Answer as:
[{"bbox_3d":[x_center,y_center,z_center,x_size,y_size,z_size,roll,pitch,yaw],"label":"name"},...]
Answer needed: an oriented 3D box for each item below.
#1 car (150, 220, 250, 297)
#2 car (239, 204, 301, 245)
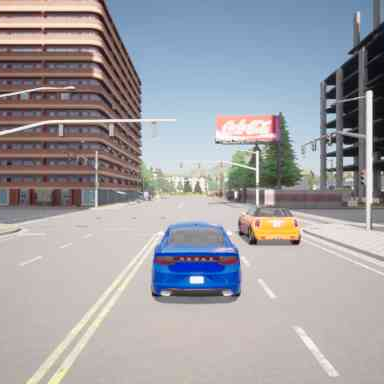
[{"bbox_3d":[0.085,1.478,8.639,1.882,1.535,5.008,0,0,0],"label":"car"},{"bbox_3d":[3.473,1.352,15.728,2.097,1.767,4.553,0,0,0],"label":"car"}]
